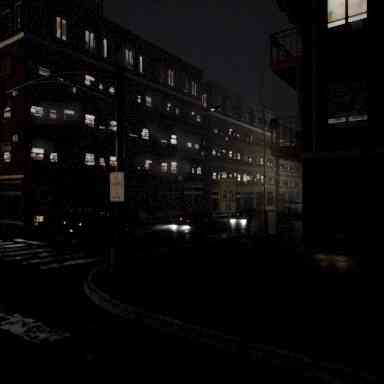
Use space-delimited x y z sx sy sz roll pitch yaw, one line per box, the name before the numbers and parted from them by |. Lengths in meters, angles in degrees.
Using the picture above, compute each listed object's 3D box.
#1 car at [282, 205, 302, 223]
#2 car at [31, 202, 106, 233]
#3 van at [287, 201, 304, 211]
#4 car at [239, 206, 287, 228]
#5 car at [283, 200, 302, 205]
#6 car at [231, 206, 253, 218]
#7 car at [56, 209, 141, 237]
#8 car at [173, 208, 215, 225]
car | 8.951 2.121 30.839 2.008 1.369 4.403 -2 -2 35
car | -7.697 1.604 21.603 2.192 1.841 5.009 -1 -2 35
van | 18.357 2.463 58.868 1.690 1.788 3.998 -1 -2 35
car | 5.694 2.048 26.179 1.802 1.307 4.206 -2 -2 35
car | 15.021 2.194 49.373 2.150 2.045 5.566 0 -1 35
car | 5.912 2.208 36.531 1.994 1.385 4.181 0 -1 33
car | -5.435 1.884 20.320 1.895 1.301 4.718 0 -1 36
car | 0.248 2.028 28.422 1.994 1.385 4.181 0 -1 35
